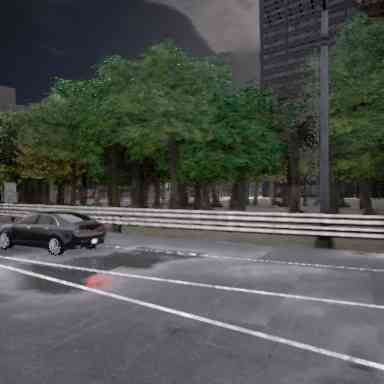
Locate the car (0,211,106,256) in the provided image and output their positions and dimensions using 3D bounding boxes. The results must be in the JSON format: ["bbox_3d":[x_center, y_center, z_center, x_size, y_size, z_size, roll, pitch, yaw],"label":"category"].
[{"bbox_3d":[-5.612,1.516,13.118,4.892,1.490,1.837,0,0,29],"label":"car"}]
